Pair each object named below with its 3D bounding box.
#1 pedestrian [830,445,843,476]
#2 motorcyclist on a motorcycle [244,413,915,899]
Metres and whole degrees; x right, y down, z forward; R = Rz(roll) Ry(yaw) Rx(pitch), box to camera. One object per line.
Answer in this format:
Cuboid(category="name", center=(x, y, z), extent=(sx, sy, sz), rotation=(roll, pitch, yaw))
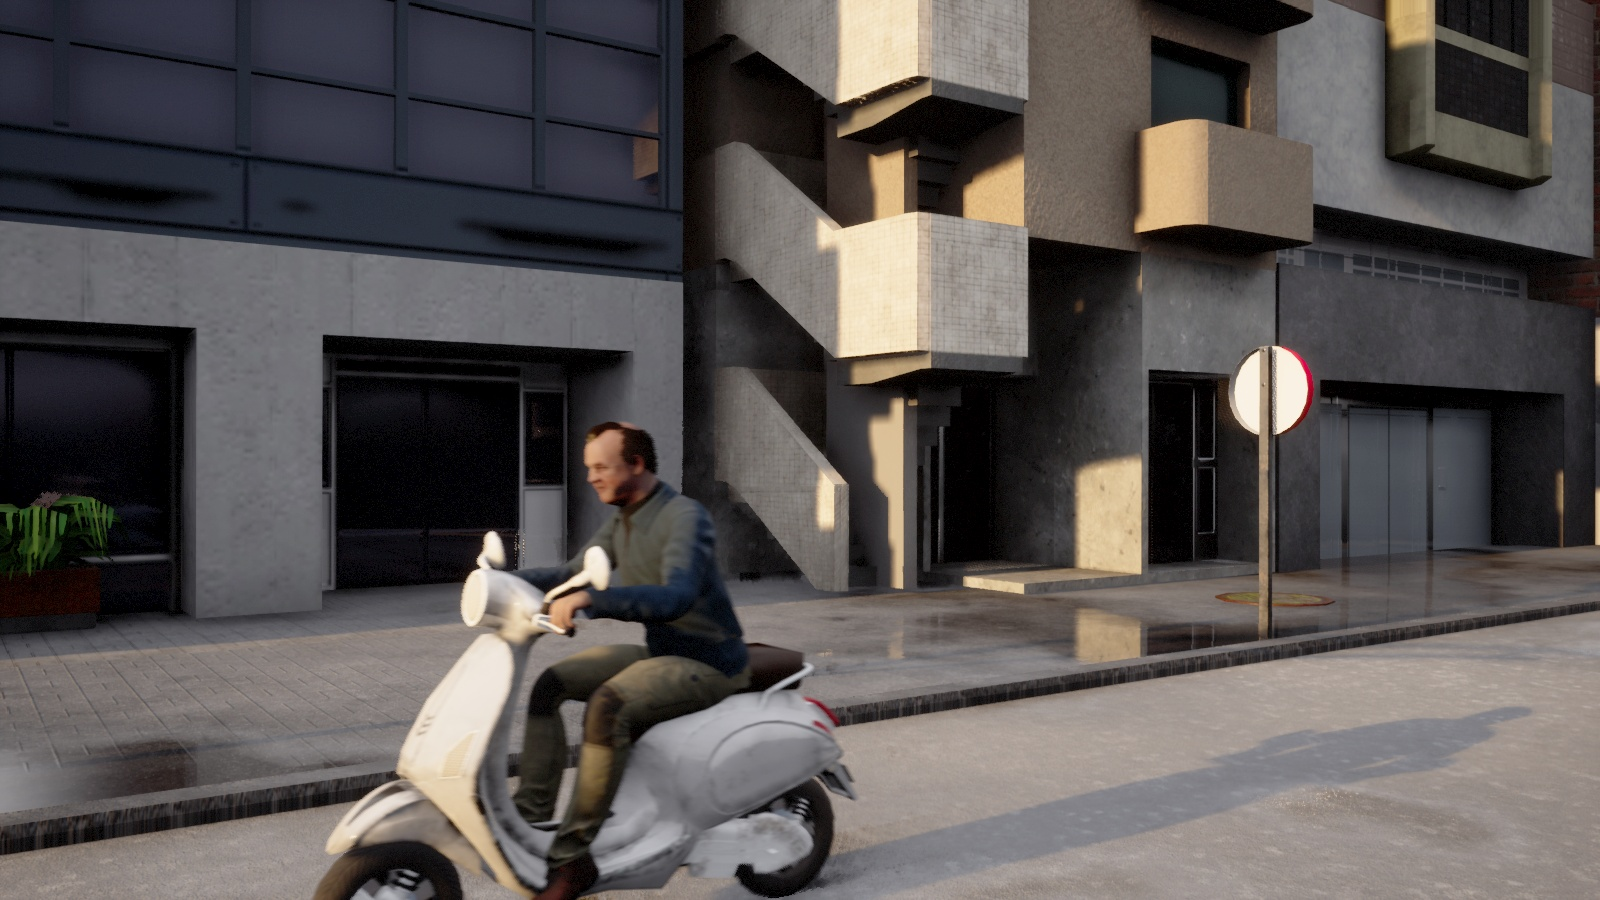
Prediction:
Cuboid(category="pedestrian", center=(2.199, 0.630, 76.340), extent=(0.402, 1.842, 0.726), rotation=(0, 0, -36))
Cuboid(category="motorcyclist on a motorcycle", center=(-0.629, 0.709, 3.830), extent=(1.817, 1.590, 0.866), rotation=(0, 0, -35))
